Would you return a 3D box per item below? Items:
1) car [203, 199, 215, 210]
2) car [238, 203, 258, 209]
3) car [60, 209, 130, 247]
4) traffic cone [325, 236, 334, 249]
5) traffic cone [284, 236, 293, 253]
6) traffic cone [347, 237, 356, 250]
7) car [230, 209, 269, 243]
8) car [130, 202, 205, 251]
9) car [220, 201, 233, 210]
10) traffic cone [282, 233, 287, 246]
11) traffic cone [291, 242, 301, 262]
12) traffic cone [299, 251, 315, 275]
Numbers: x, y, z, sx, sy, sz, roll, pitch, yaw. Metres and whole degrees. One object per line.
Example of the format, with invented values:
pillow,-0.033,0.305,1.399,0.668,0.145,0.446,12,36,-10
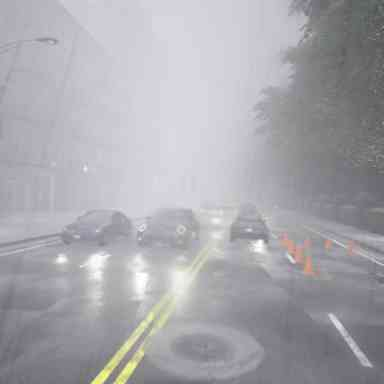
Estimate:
car,2.732,2.067,56.800,2.097,1.767,4.553,2,-1,10
car,6.380,2.005,37.960,2.097,1.767,4.553,2,-1,9
car,-4.127,1.522,15.311,1.812,1.442,4.674,2,-1,9
traffic cone,6.547,2.384,15.860,0.340,0.580,0.340,2,-1,9
traffic cone,4.252,2.275,14.212,0.340,0.580,0.340,2,-1,9
traffic cone,7.533,2.421,15.698,0.340,0.580,0.340,2,-1,9
car,3.155,1.882,18.347,1.994,1.385,4.181,2,-1,9
car,-0.886,1.474,14.964,2.097,1.767,4.553,2,-1,9
car,5.914,2.313,56.158,1.882,1.535,5.008,2,-1,10
traffic cone,4.575,2.308,16.185,0.340,0.580,0.340,2,-1,9
traffic cone,3.928,2.241,12.238,0.340,0.580,0.340,2,-1,9
traffic cone,3.604,2.208,10.265,0.340,0.580,0.340,2,-1,9
